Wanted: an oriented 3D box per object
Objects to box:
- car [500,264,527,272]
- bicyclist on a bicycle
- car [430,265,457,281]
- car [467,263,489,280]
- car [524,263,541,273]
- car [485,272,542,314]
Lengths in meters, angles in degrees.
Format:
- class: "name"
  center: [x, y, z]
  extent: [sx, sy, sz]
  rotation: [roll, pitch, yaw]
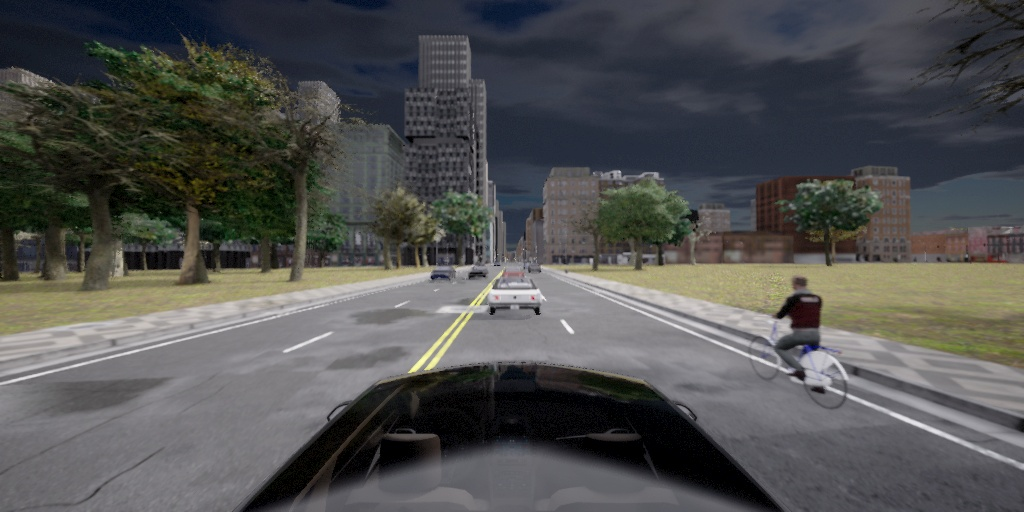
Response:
- class: "car"
  center: [0.106, 1.653, 32.502]
  extent: [1.895, 1.301, 4.718]
  rotation: [0, -1, 0]
- class: "bicyclist on a bicycle"
  center: [4.144, 1.155, 5.367]
  extent: [0.659, 1.776, 1.843]
  rotation: [0, 0, 0]
- class: "car"
  center: [-6.590, 1.626, 35.102]
  extent: [2.033, 1.411, 5.357]
  rotation: [0, -1, 0]
- class: "car"
  center: [-3.339, 1.690, 36.131]
  extent: [1.895, 1.301, 4.718]
  rotation: [0, -1, 0]
- class: "car"
  center: [3.361, 1.784, 54.822]
  extent: [2.128, 1.511, 4.902]
  rotation: [0, -1, 0]
- class: "car"
  center: [0.102, 1.473, 14.400]
  extent: [1.895, 1.301, 4.718]
  rotation: [0, -1, 0]
